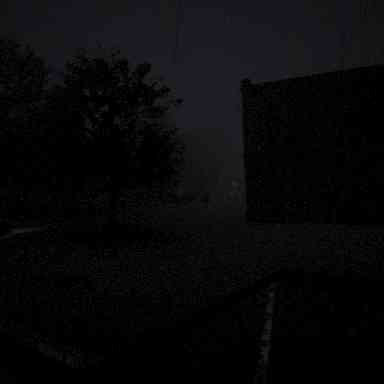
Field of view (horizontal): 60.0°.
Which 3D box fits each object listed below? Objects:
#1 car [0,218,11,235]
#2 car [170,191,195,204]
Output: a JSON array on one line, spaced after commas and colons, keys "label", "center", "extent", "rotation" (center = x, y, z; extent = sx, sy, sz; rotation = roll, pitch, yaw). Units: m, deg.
[{"label": "car", "center": [-11.032, 1.643, 16.434], "extent": [1.812, 1.442, 4.674], "rotation": [-3, 0, 4]}, {"label": "car", "center": [-1.134, 0.636, 43.577], "extent": [1.882, 1.535, 5.008], "rotation": [-3, 1, 21]}]
